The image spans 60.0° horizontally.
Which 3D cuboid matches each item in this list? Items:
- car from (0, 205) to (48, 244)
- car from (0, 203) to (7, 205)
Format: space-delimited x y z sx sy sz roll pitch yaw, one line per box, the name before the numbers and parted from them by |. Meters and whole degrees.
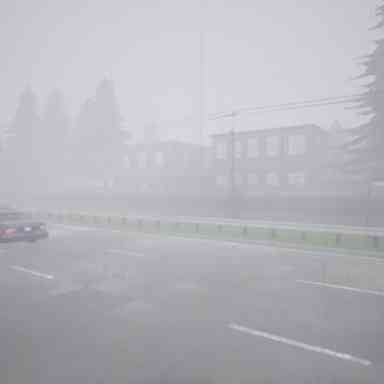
car | -8.356 1.471 14.249 5.357 1.411 2.033 0 0 35
car | -13.066 1.444 21.908 4.181 1.385 1.994 0 0 35
